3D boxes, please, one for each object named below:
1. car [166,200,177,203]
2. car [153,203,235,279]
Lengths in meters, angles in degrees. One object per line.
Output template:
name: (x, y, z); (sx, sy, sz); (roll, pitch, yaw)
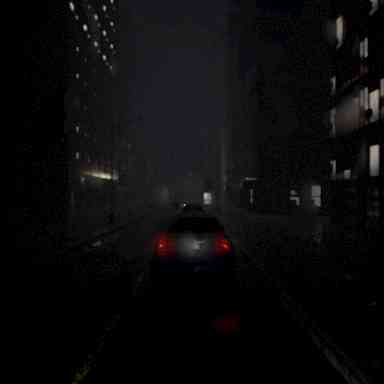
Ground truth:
car: (-2.837, 1.834, 46.745); (1.895, 1.301, 4.718); (0, 0, 0)
car: (0.061, 1.397, 10.335); (2.097, 1.767, 4.553); (0, 0, 0)
